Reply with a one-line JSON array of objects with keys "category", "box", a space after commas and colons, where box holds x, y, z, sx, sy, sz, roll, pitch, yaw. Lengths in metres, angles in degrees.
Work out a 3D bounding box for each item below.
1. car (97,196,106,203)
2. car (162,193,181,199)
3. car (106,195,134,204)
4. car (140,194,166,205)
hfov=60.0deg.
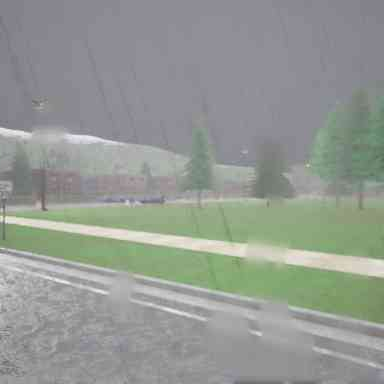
[{"category": "car", "box": [-16.060, 1.315, 64.446, 2.097, 1.767, 4.553, 0, 0, 35]}, {"category": "car", "box": [-4.210, 1.132, 75.286, 1.994, 1.385, 4.181, 0, 0, 35]}, {"category": "car", "box": [-13.145, 1.442, 62.532, 1.882, 1.535, 5.008, 0, 0, 36]}, {"category": "car", "box": [-7.092, 1.570, 58.996, 1.895, 1.301, 4.718, 0, 0, 36]}]
